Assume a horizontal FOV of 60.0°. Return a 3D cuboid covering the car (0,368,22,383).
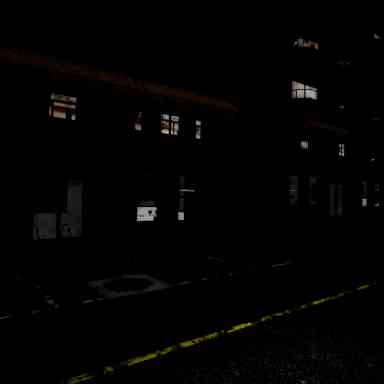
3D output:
[{"bbox_3d":[-3.087,1.490,0.970,4.902,1.511,2.128,0,0,-35],"label":"car"}]
